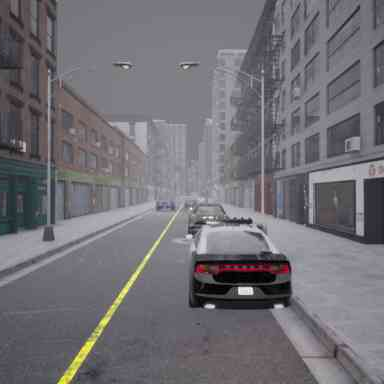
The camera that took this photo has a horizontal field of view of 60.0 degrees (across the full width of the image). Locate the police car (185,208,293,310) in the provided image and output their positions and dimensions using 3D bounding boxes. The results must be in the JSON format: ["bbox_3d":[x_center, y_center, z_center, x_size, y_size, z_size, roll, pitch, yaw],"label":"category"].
[{"bbox_3d":[0.876,1.428,8.065,1.930,1.638,5.238,0,0,0],"label":"police car"}]

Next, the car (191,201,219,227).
[{"bbox_3d":[0.824,1.473,24.146,1.801,1.575,5.366,0,0,0],"label":"car"}]

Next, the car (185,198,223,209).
[{"bbox_3d":[0.843,1.361,17.926,2.097,1.767,4.553,0,0,0],"label":"car"}]

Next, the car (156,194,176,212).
[{"bbox_3d":[-3.130,1.268,40.643,2.150,2.045,5.566,0,0,0],"label":"car"}]
